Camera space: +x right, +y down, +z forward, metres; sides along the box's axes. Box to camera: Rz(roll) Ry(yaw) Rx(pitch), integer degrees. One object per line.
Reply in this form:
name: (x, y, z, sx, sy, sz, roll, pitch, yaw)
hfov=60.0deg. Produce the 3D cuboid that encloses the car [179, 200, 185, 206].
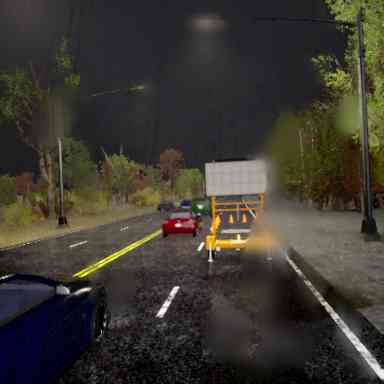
car: (-0.659, 1.820, 45.396, 1.812, 1.442, 4.674, -3, 0, 8)

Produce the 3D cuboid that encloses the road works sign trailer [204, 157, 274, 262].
road works sign trailer: (1.733, 0.539, 12.604, 2.380, 3.560, 2.880, -3, 0, 7)

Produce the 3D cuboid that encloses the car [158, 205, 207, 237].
car: (-0.481, 1.766, 19.825, 1.994, 1.385, 4.181, -3, 0, 7)

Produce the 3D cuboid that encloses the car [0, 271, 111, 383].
car: (-2.460, 1.571, 3.733, 1.994, 1.385, 4.181, 0, 0, 6)

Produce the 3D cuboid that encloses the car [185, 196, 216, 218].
car: (1.041, 1.416, 31.818, 2.150, 2.045, 5.566, -3, 1, 6)

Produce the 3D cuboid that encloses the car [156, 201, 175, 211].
car: (-3.668, 1.981, 47.424, 2.033, 1.411, 5.357, -3, 0, 7)
